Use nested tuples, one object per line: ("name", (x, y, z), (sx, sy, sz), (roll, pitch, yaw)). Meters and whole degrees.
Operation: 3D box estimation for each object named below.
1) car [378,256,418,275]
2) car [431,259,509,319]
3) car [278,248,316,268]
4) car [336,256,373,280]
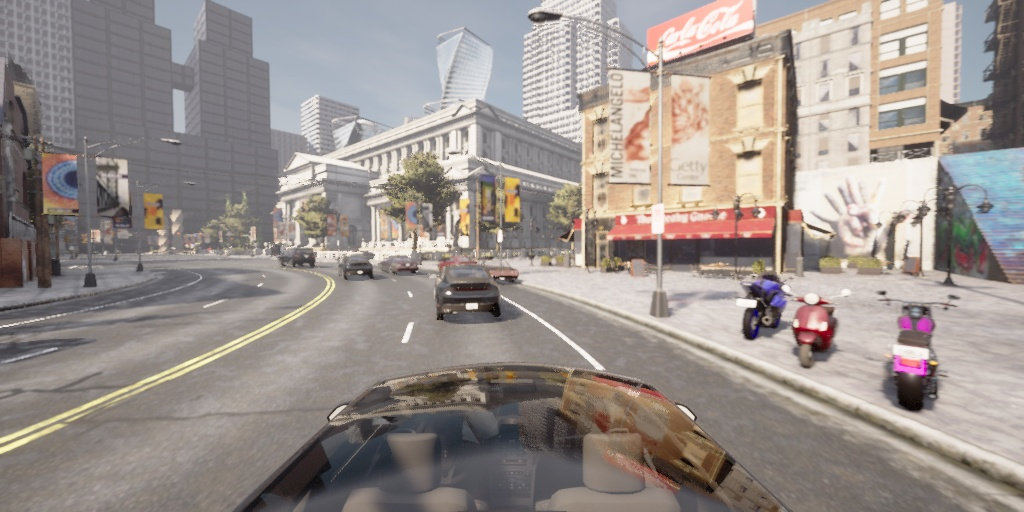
("car", (-9.195, 0.676, 28.769), (2.033, 1.411, 5.357), (-1, 2, -35))
("car", (-1.593, 1.015, 11.762), (1.837, 1.490, 4.892), (0, 1, -13))
("car", (-23.121, 0.174, 38.554), (5.566, 2.045, 2.150), (0, 2, 41))
("car", (-10.836, 0.741, 24.720), (1.837, 1.490, 4.892), (-1, 1, -31))
